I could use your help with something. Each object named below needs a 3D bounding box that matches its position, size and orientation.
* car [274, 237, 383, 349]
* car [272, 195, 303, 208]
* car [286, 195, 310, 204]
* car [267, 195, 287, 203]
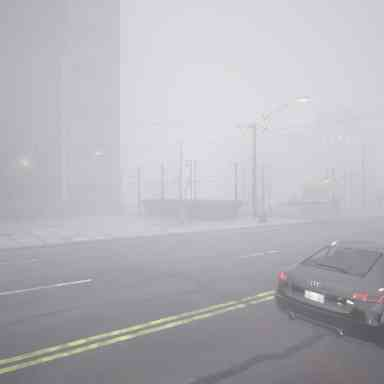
[{"bbox_3d":[3.499,1.564,6.243,4.181,1.385,1.994,0,0,-36],"label":"car"},{"bbox_3d":[13.356,1.254,44.728,4.553,1.767,2.185,0,0,-36],"label":"car"},{"bbox_3d":[20.266,1.420,63.789,4.674,1.452,2.002,0,0,-36],"label":"car"},{"bbox_3d":[17.359,1.452,67.790,3.806,1.475,1.970,0,0,-36],"label":"car"}]
